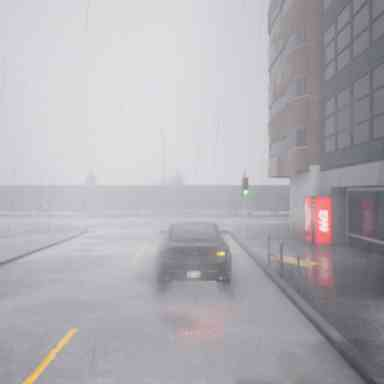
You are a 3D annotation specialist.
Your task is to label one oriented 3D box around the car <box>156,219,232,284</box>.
[{"bbox_3d":[0.057,1.565,9.757,1.837,1.490,4.892,0,0,0],"label":"car"}]
